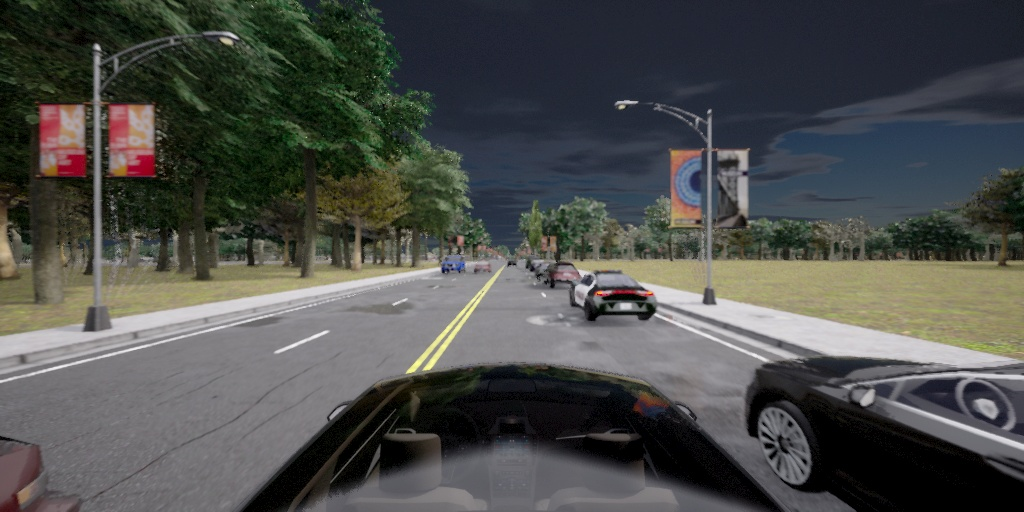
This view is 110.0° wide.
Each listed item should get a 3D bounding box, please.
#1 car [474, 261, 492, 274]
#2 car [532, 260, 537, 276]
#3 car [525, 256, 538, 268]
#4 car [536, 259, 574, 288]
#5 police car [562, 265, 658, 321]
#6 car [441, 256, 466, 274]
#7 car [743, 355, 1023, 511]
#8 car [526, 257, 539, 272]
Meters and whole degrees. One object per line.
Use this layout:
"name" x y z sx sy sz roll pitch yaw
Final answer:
"car" -3.330 1.277 41.584 1.812 1.442 4.674 0 0 0
"car" 3.255 1.315 34.652 1.994 1.385 4.181 0 0 0
"car" 3.258 0.980 56.683 2.150 2.045 5.566 0 0 0
"car" 3.157 1.182 23.919 2.033 1.649 4.856 1 0 -4
"police car" 3.253 1.256 12.653 2.038 1.542 4.974 0 0 0
"car" -6.584 0.973 40.817 2.150 2.045 5.566 0 0 0
"car" 3.251 1.242 1.652 2.128 1.511 4.902 0 0 0
"car" 3.256 1.257 45.682 2.163 1.488 4.792 0 0 0
